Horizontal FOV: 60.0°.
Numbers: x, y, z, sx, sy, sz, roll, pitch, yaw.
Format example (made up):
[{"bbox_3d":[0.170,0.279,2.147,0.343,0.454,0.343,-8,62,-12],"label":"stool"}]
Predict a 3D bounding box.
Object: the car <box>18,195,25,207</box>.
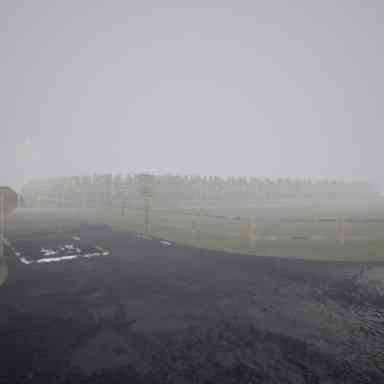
[{"bbox_3d":[-22.869,1.127,43.046,2.128,1.511,4.902,0,0,-35],"label":"car"}]
